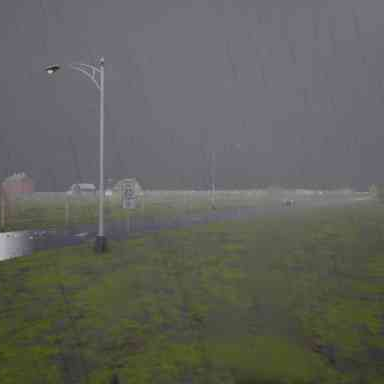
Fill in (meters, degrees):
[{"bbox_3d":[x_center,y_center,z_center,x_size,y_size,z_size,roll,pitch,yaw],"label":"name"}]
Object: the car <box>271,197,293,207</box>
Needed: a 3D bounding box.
[{"bbox_3d":[13.772,1.501,50.341,2.033,1.411,5.357,1,0,34],"label":"car"}]
